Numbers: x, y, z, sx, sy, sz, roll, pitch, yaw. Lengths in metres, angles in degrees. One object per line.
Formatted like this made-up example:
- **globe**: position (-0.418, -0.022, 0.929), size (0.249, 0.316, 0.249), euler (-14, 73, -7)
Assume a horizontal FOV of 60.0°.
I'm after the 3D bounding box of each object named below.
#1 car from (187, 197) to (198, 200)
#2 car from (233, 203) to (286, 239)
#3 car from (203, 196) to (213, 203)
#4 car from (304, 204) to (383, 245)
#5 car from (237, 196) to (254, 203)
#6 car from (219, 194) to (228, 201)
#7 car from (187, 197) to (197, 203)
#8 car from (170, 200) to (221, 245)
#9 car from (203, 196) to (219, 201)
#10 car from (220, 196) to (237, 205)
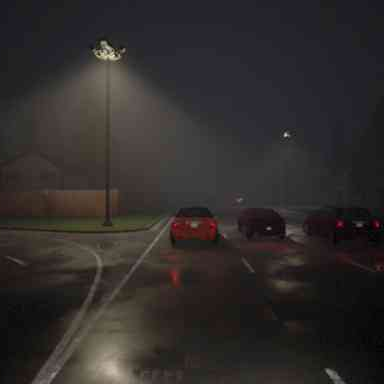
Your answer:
- **car**: position (0.032, 1.683, 64.045), size (2.097, 1.767, 4.553), euler (0, 0, 0)
- **car**: position (3.607, 1.571, 18.055), size (1.882, 1.535, 5.008), euler (0, 0, 0)
- **car**: position (3.537, 1.731, 74.075), size (1.837, 1.490, 4.892), euler (0, 0, 0)
- **car**: position (7.105, 1.436, 16.216), size (2.097, 1.767, 4.553), euler (0, 0, 0)
- **car**: position (10.532, 1.932, 64.098), size (1.895, 1.301, 4.718), euler (0, 0, 0)
- **car**: position (7.037, 1.528, 74.935), size (2.150, 2.045, 5.566), euler (0, 0, 0)
- **car**: position (0.037, 1.771, 74.077), size (2.033, 1.411, 5.357), euler (0, 0, 0)
- **car**: position (0.105, 1.436, 16.205), size (2.097, 1.767, 4.553), euler (0, 0, 0)
- **car**: position (3.532, 1.683, 64.042), size (2.097, 1.767, 4.553), euler (0, 0, 0)
- **car**: position (7.032, 1.936, 64.836), size (1.895, 1.301, 4.718), euler (0, 0, 0)
